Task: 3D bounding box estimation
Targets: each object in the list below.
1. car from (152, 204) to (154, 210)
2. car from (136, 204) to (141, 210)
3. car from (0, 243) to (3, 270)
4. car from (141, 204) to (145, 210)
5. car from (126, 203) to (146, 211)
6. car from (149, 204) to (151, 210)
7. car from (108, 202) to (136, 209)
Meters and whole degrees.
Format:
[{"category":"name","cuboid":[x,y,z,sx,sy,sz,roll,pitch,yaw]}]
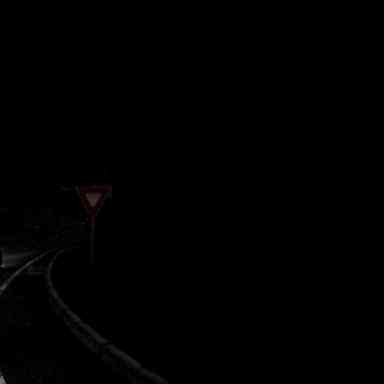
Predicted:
[{"category":"car","cuboid":[-13.757,4.452,92.342,4.792,1.488,2.163,1,-3,2]},{"category":"car","cuboid":[-14.429,3.241,73.103,4.892,1.521,2.231,1,-4,2]},{"category":"car","cuboid":[-6.240,1.525,8.483,2.097,1.767,4.553,2,-2,-24]},{"category":"car","cuboid":[-14.418,3.589,78.606,5.366,1.575,1.946,1,-4,2]},{"category":"car","cuboid":[-14.059,3.812,84.097,4.553,1.767,2.185,1,-3,2]},{"category":"car","cuboid":[-13.933,4.141,86.841,4.674,1.452,2.002,1,-3,2]},{"category":"car","cuboid":[-14.644,2.875,67.611,4.892,1.521,2.231,1,-4,2]}]
